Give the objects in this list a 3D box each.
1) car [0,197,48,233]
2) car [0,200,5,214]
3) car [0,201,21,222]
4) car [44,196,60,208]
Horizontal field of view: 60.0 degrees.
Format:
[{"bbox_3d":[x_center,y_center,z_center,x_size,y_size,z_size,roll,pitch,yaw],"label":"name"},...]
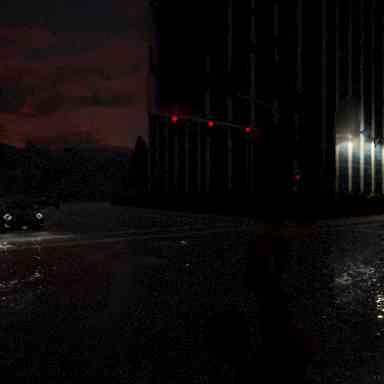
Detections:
[{"bbox_3d":[-10.341,1.354,19.932,2.097,1.767,4.553,0,0,-34],"label":"car"},{"bbox_3d":[-21.785,1.603,36.441,1.895,1.301,4.718,0,0,-34],"label":"car"},{"bbox_3d":[-15.471,1.528,27.338,1.812,1.442,4.674,0,0,-35],"label":"car"},{"bbox_3d":[-20.062,1.357,46.471,2.097,1.767,4.553,0,0,-35],"label":"car"}]
